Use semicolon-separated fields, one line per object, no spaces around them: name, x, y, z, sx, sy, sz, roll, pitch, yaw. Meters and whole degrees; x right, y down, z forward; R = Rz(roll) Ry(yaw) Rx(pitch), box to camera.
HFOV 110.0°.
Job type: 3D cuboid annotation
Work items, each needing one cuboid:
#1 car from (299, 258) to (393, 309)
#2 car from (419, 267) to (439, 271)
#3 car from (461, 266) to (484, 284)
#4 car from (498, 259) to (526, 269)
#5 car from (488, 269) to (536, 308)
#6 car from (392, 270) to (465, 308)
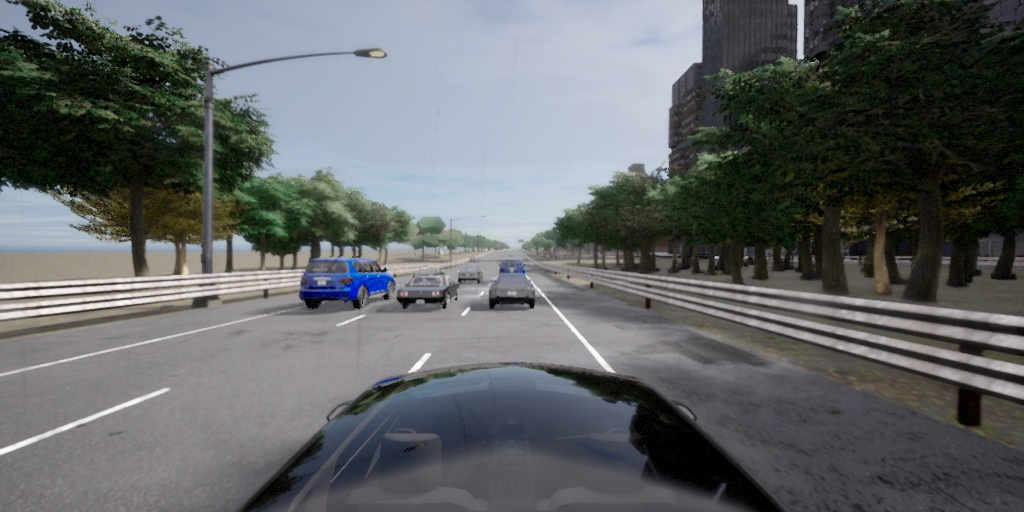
car;-7.003;1.112;15.886;2.150;2.045;5.566;0;0;0
car;-7.008;1.635;30.947;1.895;1.301;4.718;0;0;0
car;-3.508;1.580;30.827;2.033;1.411;5.357;0;0;0
car;-0.008;1.250;30.896;2.150;2.045;5.566;0;0;0
car;0.003;1.462;16.182;1.994;1.385;4.181;0;-1;0
car;-3.503;1.497;15.948;1.895;1.301;4.718;0;-1;0
